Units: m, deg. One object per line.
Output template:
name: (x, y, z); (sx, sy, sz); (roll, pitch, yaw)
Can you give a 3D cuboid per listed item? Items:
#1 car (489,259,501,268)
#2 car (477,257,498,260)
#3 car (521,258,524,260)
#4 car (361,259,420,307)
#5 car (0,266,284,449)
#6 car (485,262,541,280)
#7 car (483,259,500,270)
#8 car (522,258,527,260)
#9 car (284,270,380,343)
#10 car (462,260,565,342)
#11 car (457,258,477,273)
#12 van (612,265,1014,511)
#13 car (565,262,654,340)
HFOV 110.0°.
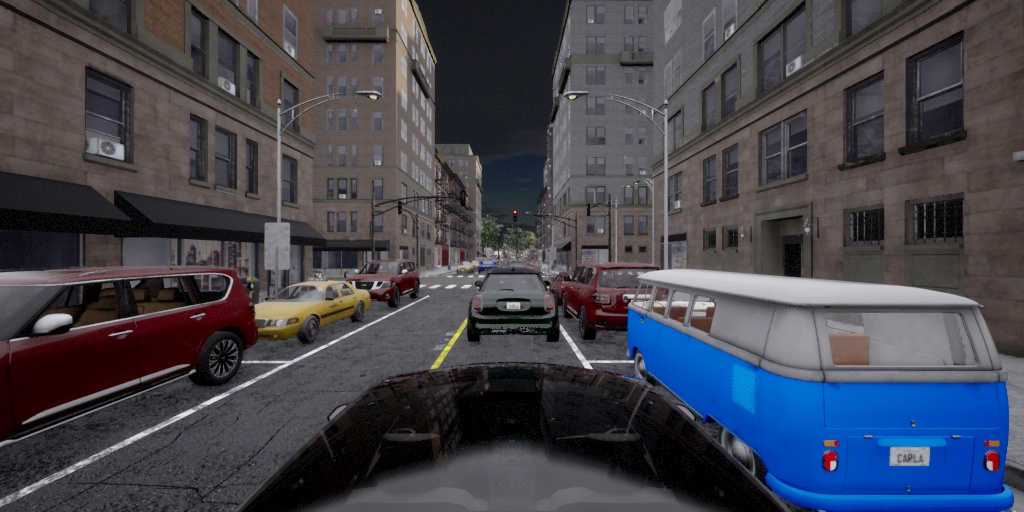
car: (-2.944, 1.315, 62.851); (1.994, 1.385, 4.181); (0, 0, 0)
car: (-2.930, 1.227, 42.824); (1.882, 1.535, 5.008); (0, 0, 0)
car: (2.541, 1.294, 48.074); (1.888, 1.381, 4.507); (0, 0, 0)
car: (-5.429, 1.064, 15.568); (2.192, 1.841, 5.009); (0, 0, 0)
car: (-5.403, 1.065, 4.212); (2.192, 1.841, 5.009); (0, 0, 0)
car: (0.066, 1.269, 30.715); (4.674, 1.442, 1.812); (0, 0, 0)
car: (-2.949, 1.241, 52.791); (2.128, 1.511, 4.902); (0, 0, 0)
car: (2.552, 1.300, 42.593); (2.007, 1.370, 4.403); (0, 0, 0)
car: (-5.416, 1.275, 9.719); (1.751, 1.417, 4.829); (0, 0, 0)
car: (0.017, 1.102, 9.940); (2.097, 1.767, 4.553); (0, 0, 0)
car: (-5.501, 1.274, 42.405); (1.751, 1.417, 4.829); (0, 0, 0)
van: (2.633, 1.091, 4.226); (1.690, 1.789, 3.998); (0, 0, 0)
car: (2.621, 1.065, 9.905); (2.192, 1.841, 5.009); (0, 0, 0)
